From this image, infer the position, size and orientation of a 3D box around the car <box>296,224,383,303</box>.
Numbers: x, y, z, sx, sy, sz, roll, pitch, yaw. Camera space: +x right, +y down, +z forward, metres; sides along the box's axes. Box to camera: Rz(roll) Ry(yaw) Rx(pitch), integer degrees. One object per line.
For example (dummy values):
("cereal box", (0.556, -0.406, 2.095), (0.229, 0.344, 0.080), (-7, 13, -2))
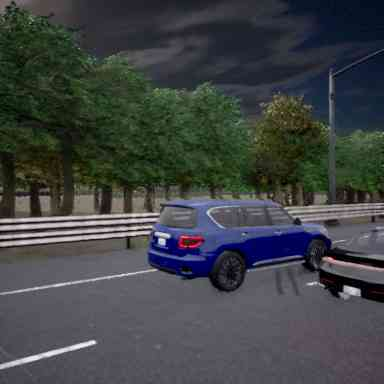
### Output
("car", (4.723, 1.493, 7.154), (4.902, 1.511, 2.128), (0, 0, -36))

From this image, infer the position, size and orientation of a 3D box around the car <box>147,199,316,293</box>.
("car", (1.490, 1.223, 9.134), (5.566, 2.045, 2.150), (0, 0, -36))
